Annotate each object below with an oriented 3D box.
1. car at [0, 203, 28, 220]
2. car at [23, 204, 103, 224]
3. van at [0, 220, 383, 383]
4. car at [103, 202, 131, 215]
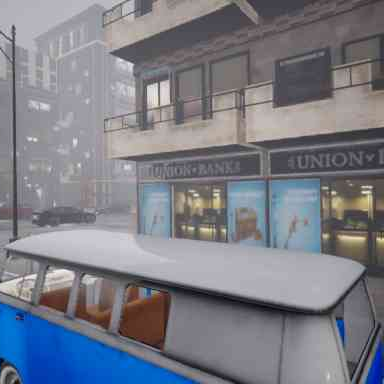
[{"bbox_3d":[-15.251,1.609,27.280,1.967,1.590,4.097,-2,-1,36],"label":"car"},{"bbox_3d":[-8.499,1.584,22.314,1.947,1.339,4.313,-2,-1,36],"label":"car"},{"bbox_3d":[-0.399,1.342,3.144,3.998,1.788,1.690,0,-1,36],"label":"van"},{"bbox_3d":[-8.574,1.799,36.366,1.947,1.339,4.313,-2,-1,36],"label":"car"}]
